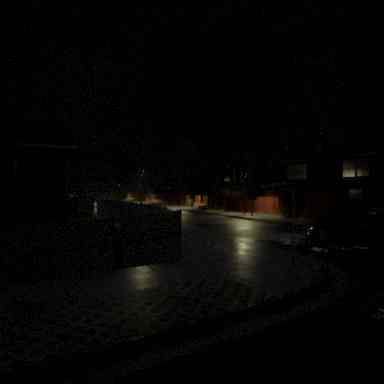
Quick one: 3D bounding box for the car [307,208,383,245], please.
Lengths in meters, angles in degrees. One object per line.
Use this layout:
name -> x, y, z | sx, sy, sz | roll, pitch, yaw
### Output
car -> 7.391, 1.468, 14.006 | 4.892, 1.490, 1.837 | 0, 6, 37

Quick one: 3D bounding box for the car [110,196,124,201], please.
car -> -11.958, 1.375, 52.611 | 2.128, 1.511, 4.902 | 0, 0, -23
